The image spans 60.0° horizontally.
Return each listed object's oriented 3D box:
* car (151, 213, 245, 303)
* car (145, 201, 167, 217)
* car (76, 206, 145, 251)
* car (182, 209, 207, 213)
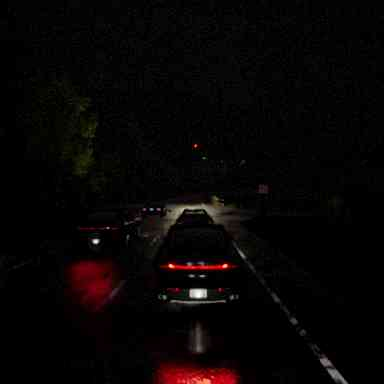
[{"bbox_3d":[0.116,1.492,8.141,1.837,1.490,4.892,0,0,0],"label":"car"},{"bbox_3d":[-3.336,1.500,30.042,2.033,1.411,5.357,0,0,0],"label":"car"},{"bbox_3d":[-3.370,1.481,14.054,1.837,1.490,4.892,0,0,0],"label":"car"},{"bbox_3d":[0.135,1.538,17.050,1.994,1.385,4.181,0,0,0],"label":"car"}]
